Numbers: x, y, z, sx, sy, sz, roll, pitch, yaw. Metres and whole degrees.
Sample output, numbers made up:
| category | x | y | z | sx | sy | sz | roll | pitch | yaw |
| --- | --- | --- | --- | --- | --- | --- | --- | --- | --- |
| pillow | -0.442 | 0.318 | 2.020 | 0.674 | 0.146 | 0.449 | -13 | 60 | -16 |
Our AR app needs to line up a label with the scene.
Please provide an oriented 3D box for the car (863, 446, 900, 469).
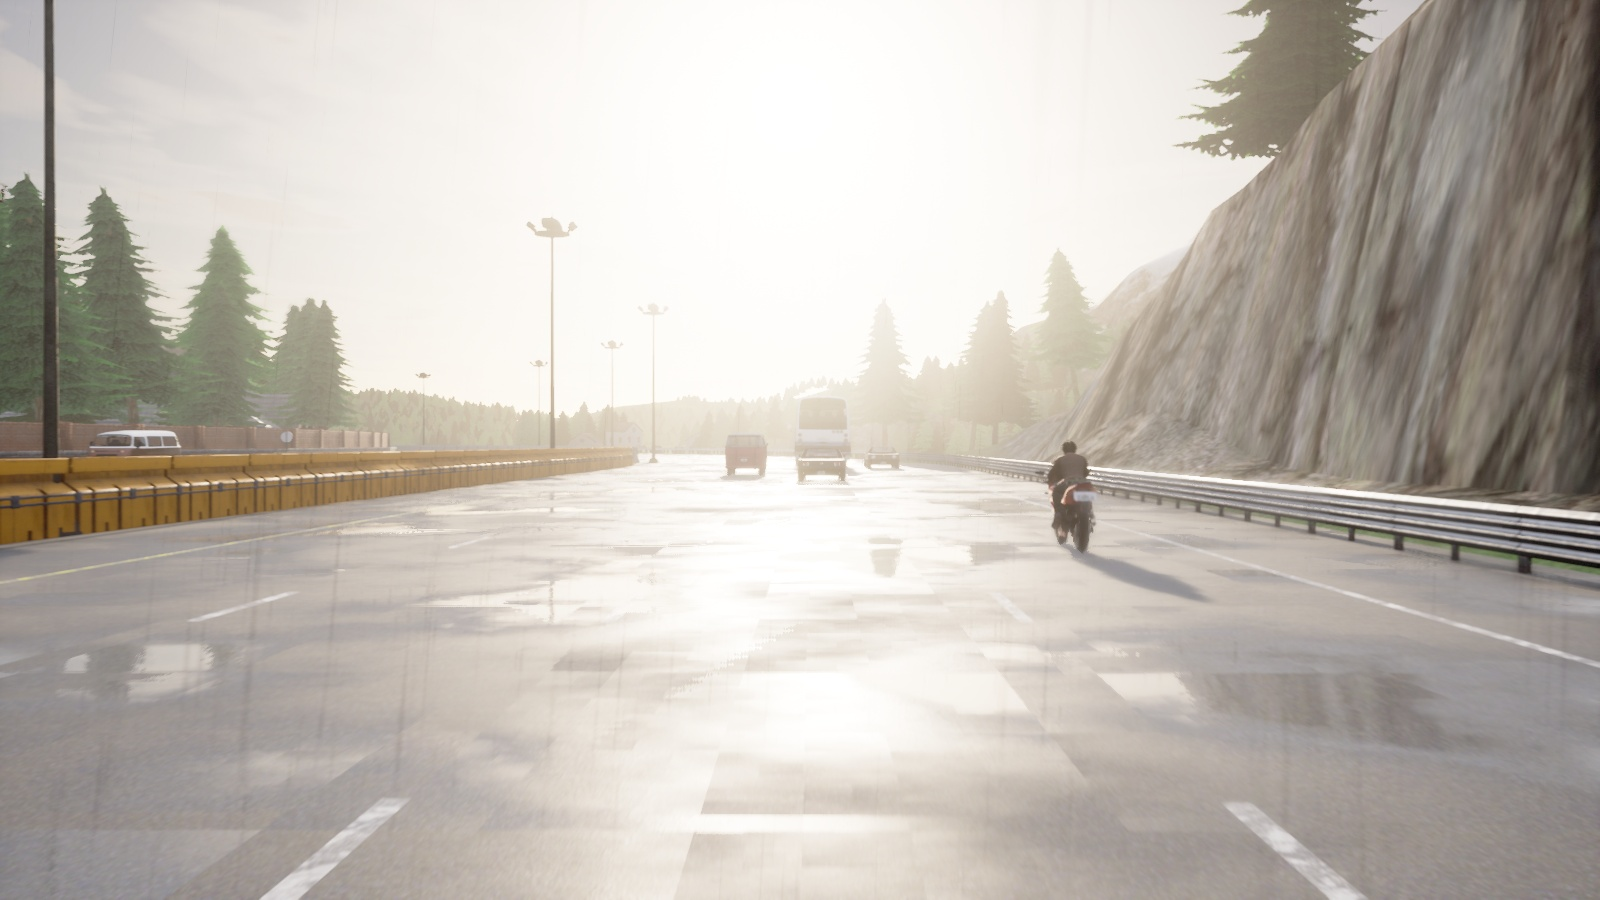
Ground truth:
| category | x | y | z | sx | sy | sz | roll | pitch | yaw |
| --- | --- | --- | --- | --- | --- | --- | --- | --- | --- |
| car | 4.787 | 0.432 | 74.229 | 1.895 | 1.301 | 4.718 | 0 | 0 | 0 |

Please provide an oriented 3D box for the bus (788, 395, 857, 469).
| category | x | y | z | sx | sy | sz | roll | pitch | yaw |
| --- | --- | --- | --- | --- | --- | --- | --- | --- | --- |
| bus | 1.248 | -1.072 | 78.563 | 3.944 | 4.253 | 10.273 | 1 | 0 | -1 |

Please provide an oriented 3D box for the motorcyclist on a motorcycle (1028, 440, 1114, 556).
| category | x | y | z | sx | sy | sz | roll | pitch | yaw |
| --- | --- | --- | --- | --- | --- | --- | --- | --- | --- |
| motorcyclist on a motorcycle | 3.769 | 0.632 | 17.626 | 0.797 | 1.523 | 2.044 | 0 | 0 | 1 |

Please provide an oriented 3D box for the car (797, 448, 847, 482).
| category | x | y | z | sx | sy | sz | roll | pitch | yaw |
| --- | --- | --- | --- | --- | --- | --- | --- | --- | --- |
| car | 0.876 | 0.563 | 50.388 | 1.895 | 1.301 | 4.718 | 0 | 0 | 1 |

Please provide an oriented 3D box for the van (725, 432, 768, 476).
| category | x | y | z | sx | sy | sz | roll | pitch | yaw |
| --- | --- | --- | --- | --- | --- | --- | --- | --- | --- |
| van | -2.473 | 0.166 | 58.824 | 1.775 | 1.987 | 4.442 | 0 | 0 | 1 |

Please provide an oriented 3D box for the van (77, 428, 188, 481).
| category | x | y | z | sx | sy | sz | roll | pitch | yaw |
| --- | --- | --- | --- | --- | --- | --- | --- | --- | --- |
| van | -27.123 | 0.158 | 51.204 | 2.069 | 2.038 | 4.480 | 0 | 0 | 1 |
